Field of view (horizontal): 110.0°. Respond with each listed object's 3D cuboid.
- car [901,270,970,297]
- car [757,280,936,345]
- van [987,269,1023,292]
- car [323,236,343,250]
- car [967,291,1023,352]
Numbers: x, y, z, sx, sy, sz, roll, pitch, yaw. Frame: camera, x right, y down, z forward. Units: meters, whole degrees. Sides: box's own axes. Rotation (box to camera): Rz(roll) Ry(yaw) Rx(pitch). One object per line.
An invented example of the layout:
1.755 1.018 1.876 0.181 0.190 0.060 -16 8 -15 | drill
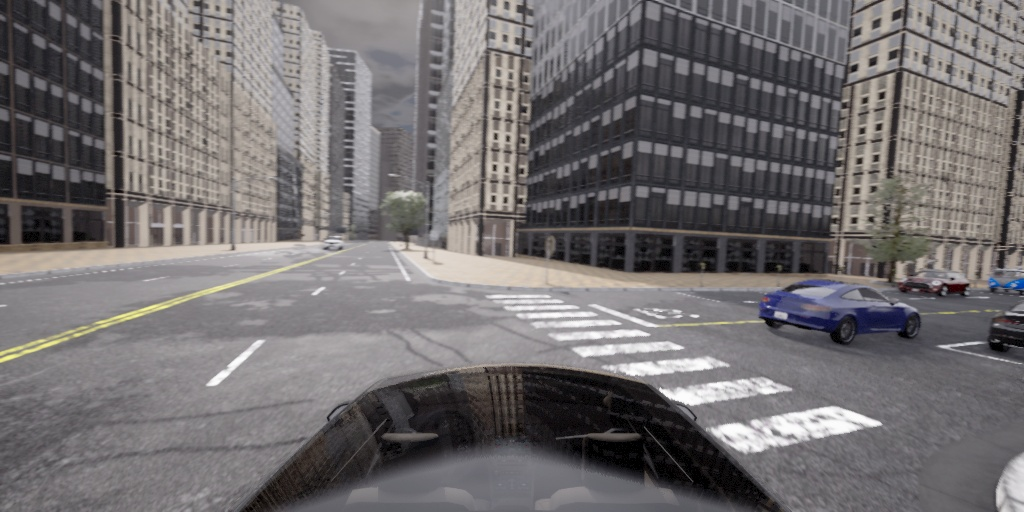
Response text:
26.223 1.597 22.351 4.097 1.591 1.967 0 0 -20 | car
8.943 1.401 9.841 4.674 1.442 1.812 2 3 -20 | car
36.798 1.850 26.271 3.998 1.789 1.690 0 0 -20 | van
-26.112 -1.939 52.602 2.150 2.045 5.566 1 2 -20 | car
13.288 1.715 8.499 4.403 1.370 2.007 0 0 -20 | car
